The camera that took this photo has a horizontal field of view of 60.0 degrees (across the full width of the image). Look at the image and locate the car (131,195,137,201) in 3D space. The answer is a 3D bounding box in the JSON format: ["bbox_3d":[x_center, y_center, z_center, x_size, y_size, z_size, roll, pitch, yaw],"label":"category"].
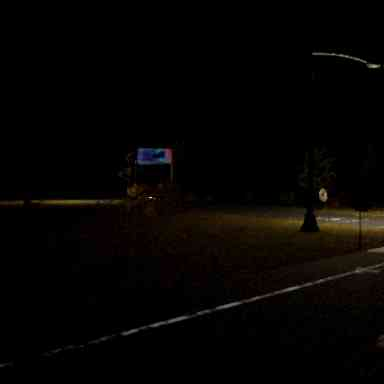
[{"bbox_3d":[-10.455,1.303,65.097,2.128,1.511,4.902,0,0,-34],"label":"car"}]

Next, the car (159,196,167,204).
[{"bbox_3d":[-6.458,1.373,59.186,2.033,1.411,5.357,0,0,-33],"label":"car"}]
